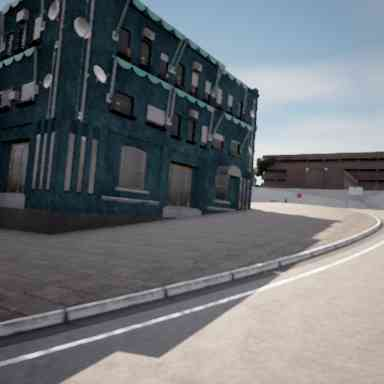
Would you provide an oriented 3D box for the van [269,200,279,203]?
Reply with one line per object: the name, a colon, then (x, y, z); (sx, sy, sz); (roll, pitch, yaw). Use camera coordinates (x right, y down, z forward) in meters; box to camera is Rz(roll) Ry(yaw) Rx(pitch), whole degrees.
van: (15.734, 2.528, 64.010); (1.878, 1.987, 4.442); (2, -5, 13)
